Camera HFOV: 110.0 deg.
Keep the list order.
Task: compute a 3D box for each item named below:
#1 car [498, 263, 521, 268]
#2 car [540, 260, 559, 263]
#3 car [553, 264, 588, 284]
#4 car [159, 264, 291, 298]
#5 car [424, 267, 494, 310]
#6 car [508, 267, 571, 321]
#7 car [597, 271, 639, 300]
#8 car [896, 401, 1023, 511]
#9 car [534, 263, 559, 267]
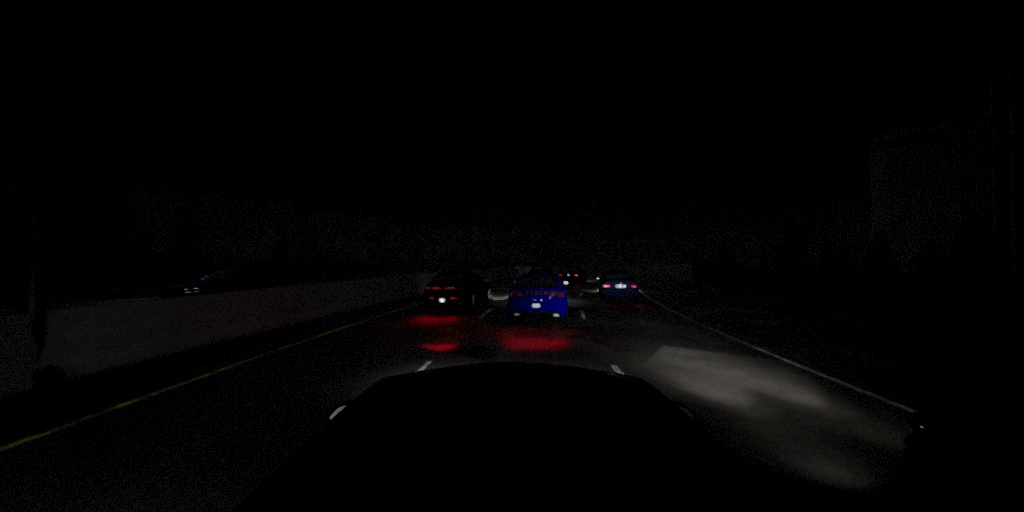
[{"bbox_3d":[-1.148,1.730,42.918,2.033,1.411,5.357,0,-1,25],"label":"car"},{"bbox_3d":[6.334,1.696,62.503,2.150,2.045,5.566,0,-1,34],"label":"car"},{"bbox_3d":[5.335,1.604,30.866,2.033,1.411,5.357,0,-1,20],"label":"car"},{"bbox_3d":[-12.810,1.304,16.264,1.882,1.535,5.008,0,-1,9],"label":"car"},{"bbox_3d":[-2.157,1.368,15.328,1.837,1.490,4.892,0,-1,9],"label":"car"},{"bbox_3d":[1.018,1.333,13.022,1.882,1.535,5.008,0,-1,7],"label":"car"},{"bbox_3d":[5.594,1.480,19.169,2.033,1.411,5.357,0,-1,13],"label":"car"},{"bbox_3d":[3.710,1.252,0.534,2.128,1.511,4.902,0,0,-1],"label":"car"},{"bbox_3d":[2.810,1.609,33.918,1.812,1.442,4.674,0,-1,21],"label":"car"}]
